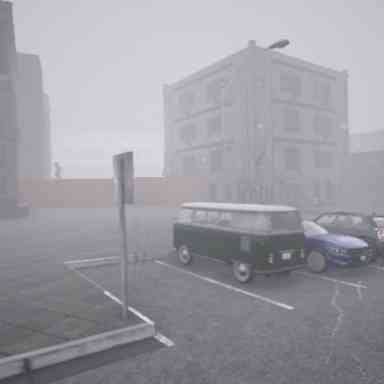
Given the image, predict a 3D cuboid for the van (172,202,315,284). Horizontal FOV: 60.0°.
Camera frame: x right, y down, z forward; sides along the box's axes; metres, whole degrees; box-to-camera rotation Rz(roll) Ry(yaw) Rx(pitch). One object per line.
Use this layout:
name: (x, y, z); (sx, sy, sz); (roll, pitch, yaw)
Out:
van: (1.069, 1.308, 9.904); (1.878, 1.987, 4.442); (1, -1, -35)

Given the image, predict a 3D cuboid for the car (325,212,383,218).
car: (5.685, 1.543, 13.009); (2.185, 1.767, 4.553); (2, -1, -35)

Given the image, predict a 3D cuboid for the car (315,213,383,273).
car: (3.389, 1.592, 11.420); (2.097, 1.535, 5.008); (1, -1, -35)
